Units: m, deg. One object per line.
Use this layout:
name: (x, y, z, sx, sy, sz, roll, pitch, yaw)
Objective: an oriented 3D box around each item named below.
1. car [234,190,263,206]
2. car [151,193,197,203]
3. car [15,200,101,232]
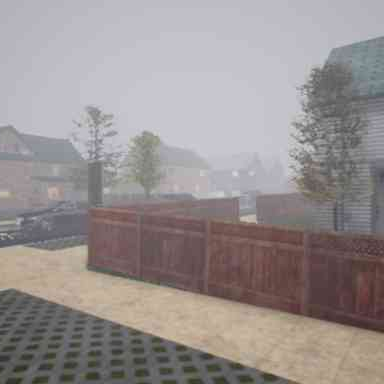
car: (6.344, 0.553, 37.390, 2.097, 1.767, 4.553, -1, 1, 36)
car: (-1.462, 0.872, 26.565, 2.097, 1.767, 4.553, -1, 1, 36)
car: (-7.216, 1.248, 18.566, 2.128, 1.511, 4.902, -1, 1, 36)
